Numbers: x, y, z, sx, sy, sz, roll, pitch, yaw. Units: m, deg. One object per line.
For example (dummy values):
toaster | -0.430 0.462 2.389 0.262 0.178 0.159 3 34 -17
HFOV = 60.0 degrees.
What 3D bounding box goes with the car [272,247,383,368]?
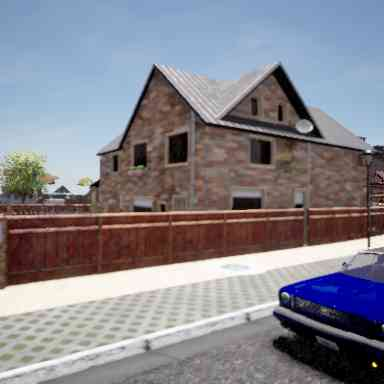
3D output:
car | 3.548 1.681 5.616 4.718 1.301 1.895 1 -1 -36
